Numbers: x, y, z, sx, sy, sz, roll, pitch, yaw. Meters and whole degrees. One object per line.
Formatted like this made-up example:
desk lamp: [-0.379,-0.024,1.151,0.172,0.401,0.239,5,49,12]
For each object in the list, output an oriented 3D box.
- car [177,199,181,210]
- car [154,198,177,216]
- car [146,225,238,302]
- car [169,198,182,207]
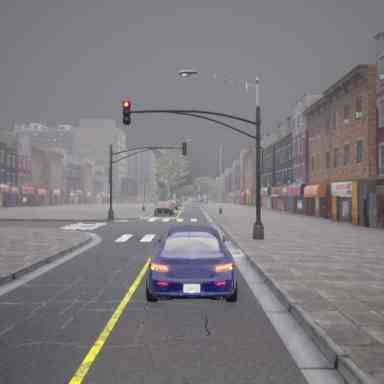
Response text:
car: [-2.899,1.813,46.852,1.812,1.442,4.674,0,-1,0]
car: [-2.903,1.660,35.529,1.882,1.535,5.008,0,-1,0]
car: [-0.003,1.537,8.159,1.812,1.442,4.674,0,0,0]
car: [-2.889,1.902,59.282,2.128,1.511,4.902,0,-1,0]
